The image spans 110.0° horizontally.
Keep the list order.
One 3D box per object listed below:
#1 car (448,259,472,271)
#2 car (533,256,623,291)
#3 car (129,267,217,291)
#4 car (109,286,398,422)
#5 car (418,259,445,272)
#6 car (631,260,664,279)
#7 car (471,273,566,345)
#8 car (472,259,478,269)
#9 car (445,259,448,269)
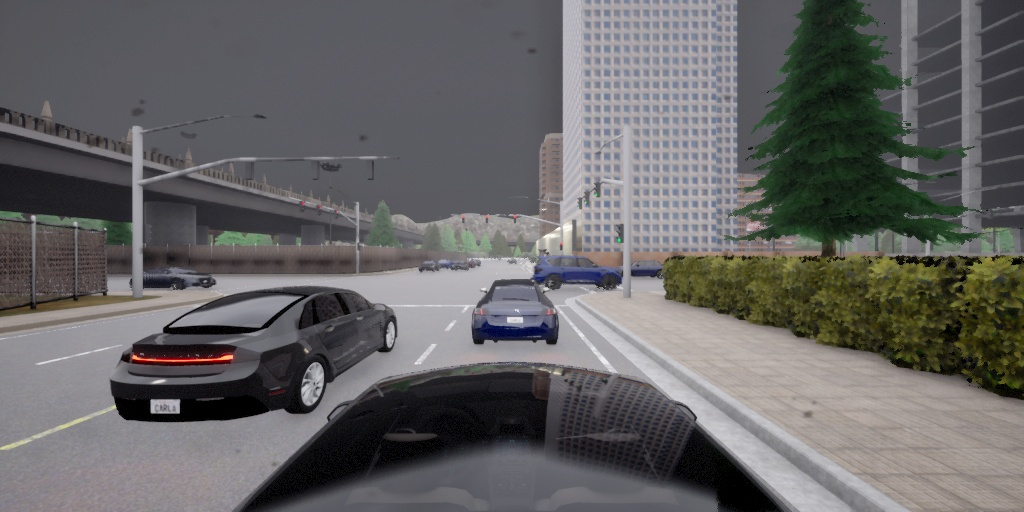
[{"bbox_3d":[-7.084,1.314,49.166,1.994,1.385,4.181,0,0,0],"label":"car"},{"bbox_3d":[3.994,1.015,22.118,5.566,2.045,2.150,0,0,0],"label":"car"},{"bbox_3d":[-20.647,1.369,21.938,4.181,1.385,1.994,0,0,4],"label":"car"},{"bbox_3d":[-3.440,1.255,6.001,1.837,1.490,4.892,0,0,0],"label":"car"},{"bbox_3d":[-10.592,1.297,46.413,2.033,1.411,5.357,0,0,0],"label":"car"},{"bbox_3d":[11.644,1.157,32.834,4.553,1.767,2.097,0,0,0],"label":"car"},{"bbox_3d":[0.079,1.314,9.544,1.994,1.385,4.181,0,0,0],"label":"car"},{"bbox_3d":[-7.082,1.350,57.920,1.895,1.301,4.718,0,0,0],"label":"car"},{"bbox_3d":[-10.587,1.227,55.863,1.882,1.535,5.008,0,0,0],"label":"car"}]
